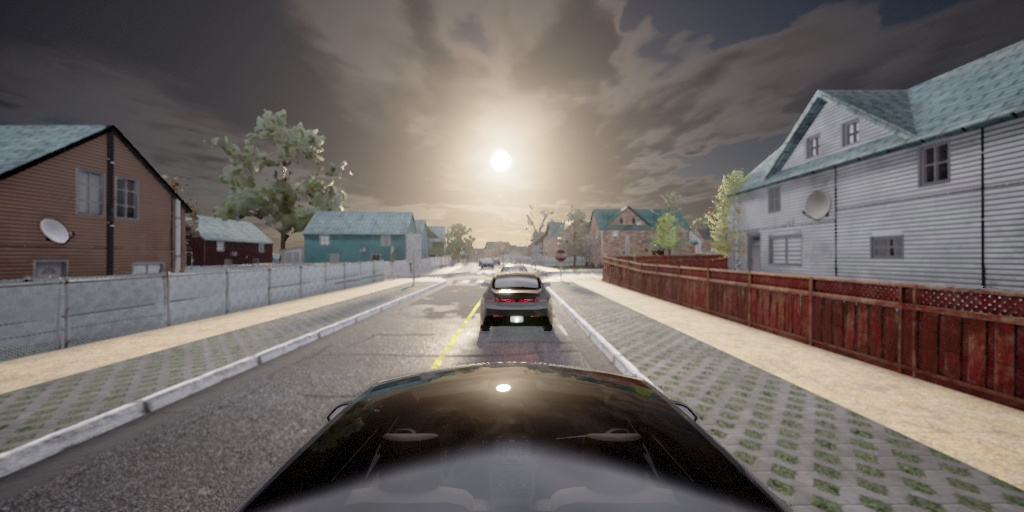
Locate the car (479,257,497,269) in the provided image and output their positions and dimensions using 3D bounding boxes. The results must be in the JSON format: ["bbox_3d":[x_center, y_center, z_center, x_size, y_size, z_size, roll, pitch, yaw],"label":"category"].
[{"bbox_3d":[-3.575,1.065,52.413,1.882,1.535,5.008,0,0,-4],"label":"car"}]

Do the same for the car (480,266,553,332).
[{"bbox_3d":[0.122,1.202,10.678,1.837,1.490,4.892,0,0,0],"label":"car"}]

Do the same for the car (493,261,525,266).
[{"bbox_3d":[0.119,1.194,20.416,2.033,1.411,5.357,0,0,-1],"label":"car"}]
